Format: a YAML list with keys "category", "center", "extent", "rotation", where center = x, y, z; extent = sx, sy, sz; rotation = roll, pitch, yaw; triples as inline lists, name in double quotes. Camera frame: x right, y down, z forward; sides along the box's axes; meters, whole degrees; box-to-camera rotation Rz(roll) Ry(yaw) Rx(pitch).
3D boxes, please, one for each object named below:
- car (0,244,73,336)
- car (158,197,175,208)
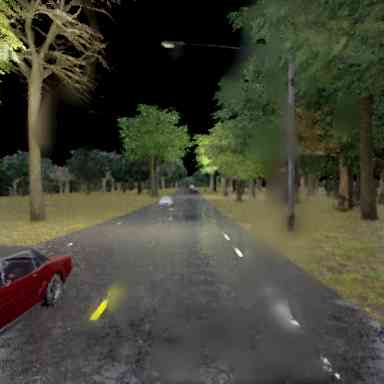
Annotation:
- category: "car"
  center: [-3.605, 1.607, 5.224]
  extent: [1.895, 1.301, 4.718]
  rotation: [0, 0, 0]
- category: "car"
  center: [-3.607, 1.376, 46.918]
  extent: [1.812, 1.442, 4.674]
  rotation: [0, 1, 0]
